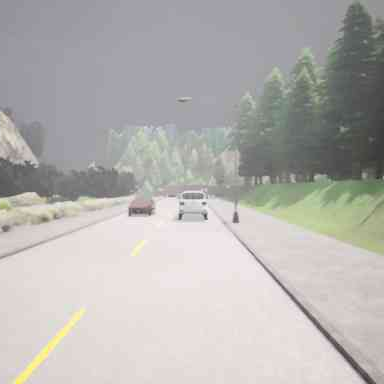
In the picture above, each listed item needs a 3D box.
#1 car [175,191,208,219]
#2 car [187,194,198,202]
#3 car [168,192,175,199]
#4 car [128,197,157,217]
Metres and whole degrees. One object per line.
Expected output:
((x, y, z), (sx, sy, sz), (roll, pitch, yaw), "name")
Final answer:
((0.082, 0.934, 25.828), (2.150, 2.045, 5.566), (0, 0, 0), "car")
((0.059, 0.976, 56.614), (1.895, 1.301, 4.718), (0, 1, 0), "car")
((-4.051, 0.715, 70.976), (1.895, 1.301, 4.718), (0, 1, 0), "car")
((-4.106, 1.168, 27.950), (1.882, 1.535, 5.008), (0, 0, 0), "car")
